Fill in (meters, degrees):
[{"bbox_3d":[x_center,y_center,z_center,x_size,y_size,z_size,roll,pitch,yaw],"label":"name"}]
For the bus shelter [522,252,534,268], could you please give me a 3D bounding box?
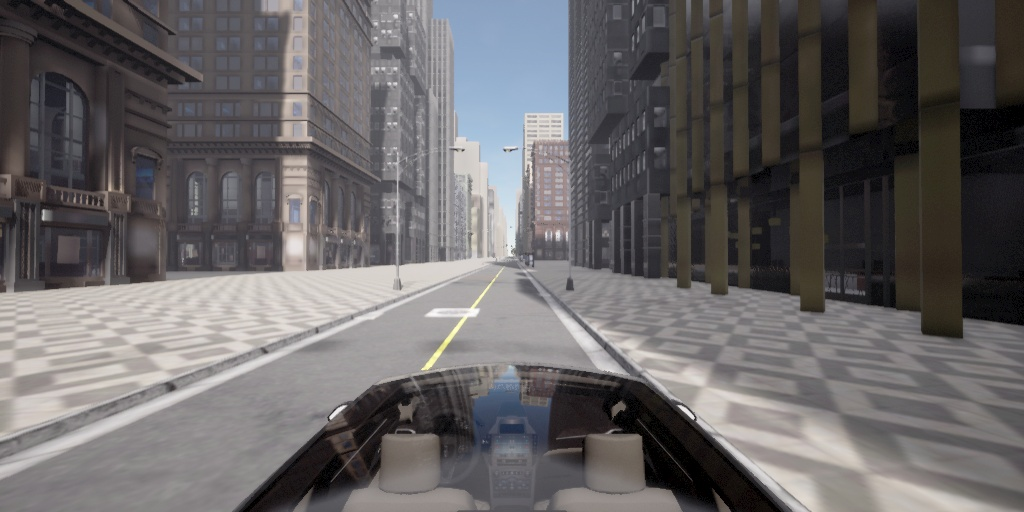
[{"bbox_3d":[3.119,0.722,61.591,1.920,2.740,3.880,0,0,0],"label":"bus shelter"}]
